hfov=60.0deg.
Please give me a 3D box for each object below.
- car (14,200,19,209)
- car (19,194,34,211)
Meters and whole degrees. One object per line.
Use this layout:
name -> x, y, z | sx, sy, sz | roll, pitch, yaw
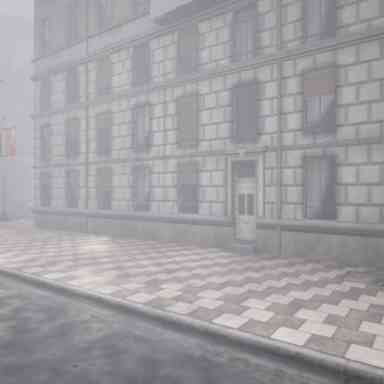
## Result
car -> -19.281, 1.221, 41.826 | 2.150, 2.045, 5.566 | 0, 0, 36
car -> -17.089, 1.352, 38.878 | 2.097, 1.767, 4.553 | 0, 0, 36
